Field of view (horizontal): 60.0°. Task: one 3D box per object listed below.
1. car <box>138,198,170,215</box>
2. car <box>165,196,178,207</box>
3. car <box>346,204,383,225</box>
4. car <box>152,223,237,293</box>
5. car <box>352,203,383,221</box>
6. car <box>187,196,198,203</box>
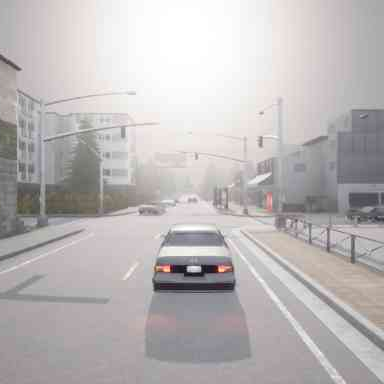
[{"bbox_3d":[-4.136,1.631,35.360,1.895,1.301,4.718,1,1,10],"label":"car"},{"bbox_3d":[-3.580,1.526,50.324,1.812,1.442,4.674,0,0,0],"label":"car"},{"bbox_3d":[14.626,1.777,25.598,4.718,1.301,1.895,0,0,-1],"label":"car"},{"bbox_3d":[0.062,1.547,8.990,2.033,1.411,5.357,0,0,1],"label":"car"},{"bbox_3d":[16.724,1.740,29.382,4.181,1.385,1.994,0,0,0],"label":"car"},{"bbox_3d":[0.122,1.526,68.865,1.812,1.442,4.674,0,0,0],"label":"car"}]
